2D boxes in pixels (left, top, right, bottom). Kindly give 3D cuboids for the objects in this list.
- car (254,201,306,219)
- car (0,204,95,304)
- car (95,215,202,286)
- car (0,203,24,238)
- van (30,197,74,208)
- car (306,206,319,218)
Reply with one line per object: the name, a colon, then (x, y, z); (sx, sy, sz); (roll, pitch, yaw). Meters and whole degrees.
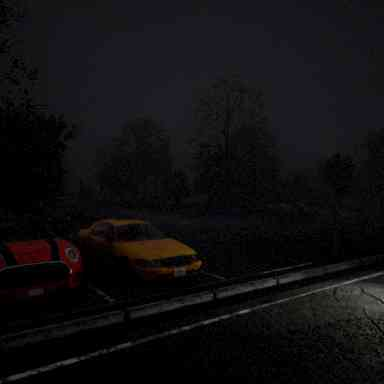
car: (8.205, 1.827, 32.433); (2.002, 1.452, 4.674); (2, -1, -36)
car: (-4.329, 1.347, 8.243); (2.185, 1.767, 4.553); (0, 0, -36)
car: (-1.842, 1.481, 9.783); (1.946, 1.575, 5.366); (0, 0, -36)
car: (-11.005, 1.474, 18.747); (1.946, 1.575, 5.366); (0, 0, -36)
van: (-8.566, 1.263, 20.145); (1.878, 1.987, 4.442); (0, 0, -36)
car: (10.746, 1.727, 34.334); (2.185, 1.767, 4.553); (1, -1, -36)
